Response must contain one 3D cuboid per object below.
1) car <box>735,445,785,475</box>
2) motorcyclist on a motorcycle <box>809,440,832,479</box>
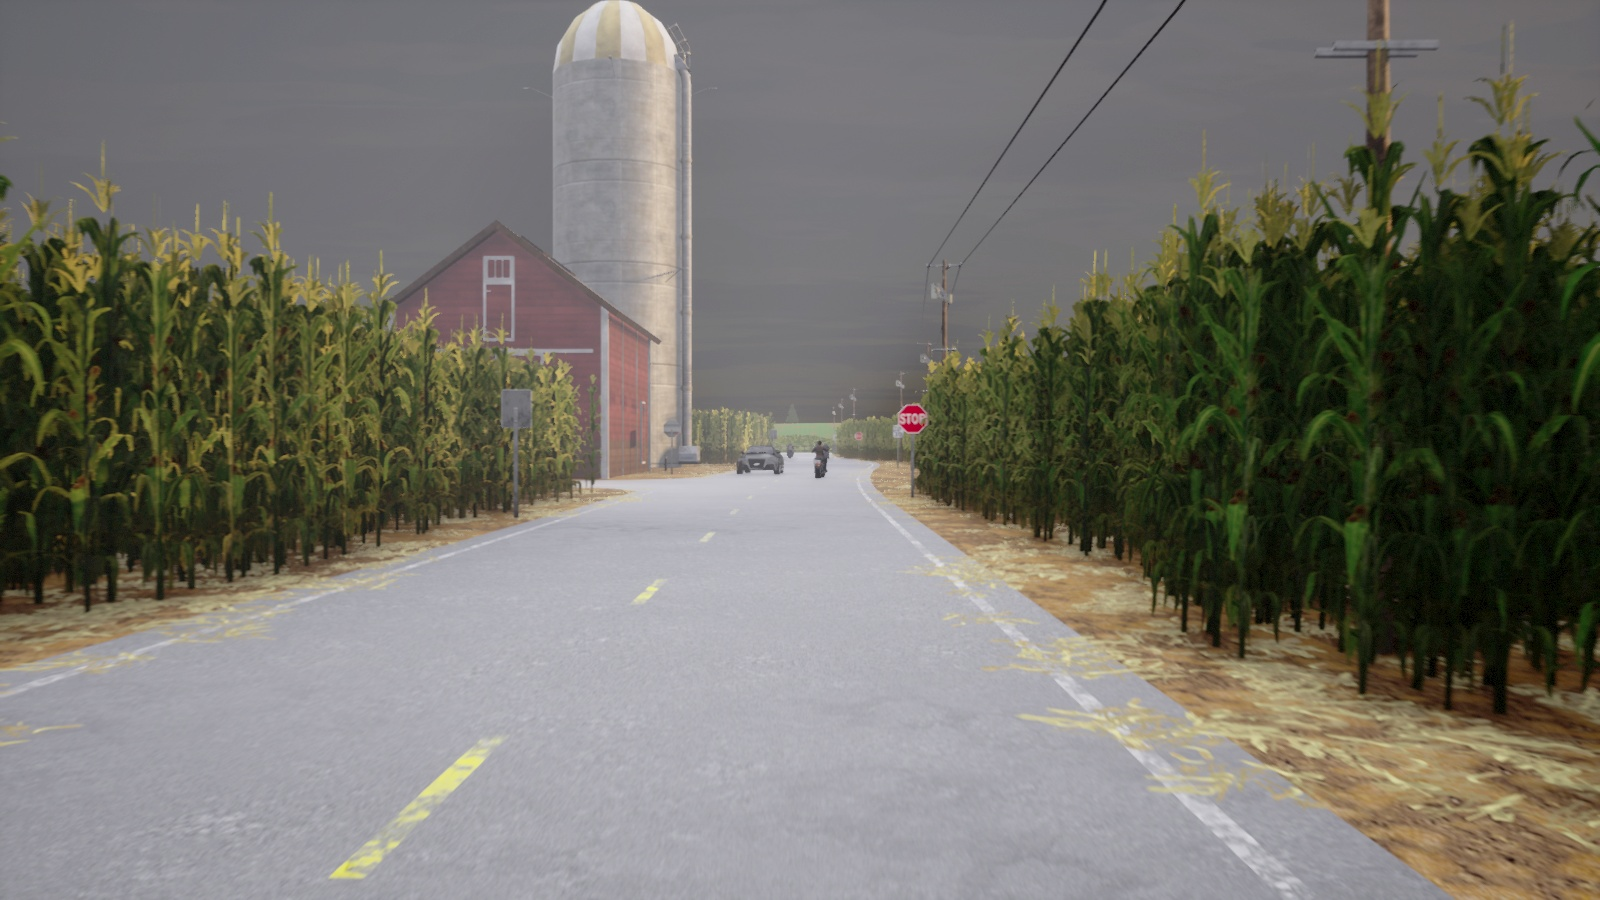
[{"bbox_3d":[-1.878,0.468,60.484,1.994,1.385,4.181,0,0,4],"label":"car"},{"bbox_3d":[0.887,0.395,53.742,0.766,1.649,2.350,0,0,7],"label":"motorcyclist on a motorcycle"}]
